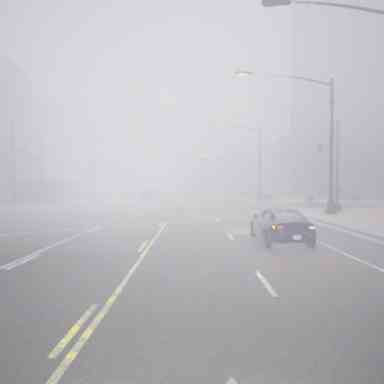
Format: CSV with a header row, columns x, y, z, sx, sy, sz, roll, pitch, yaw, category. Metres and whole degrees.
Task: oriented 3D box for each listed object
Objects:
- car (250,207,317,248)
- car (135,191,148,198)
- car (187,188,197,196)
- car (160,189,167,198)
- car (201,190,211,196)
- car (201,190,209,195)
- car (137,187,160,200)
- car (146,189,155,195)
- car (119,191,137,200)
x,y,z,sx,sy,sz,roll,pitch,yaw,category
3.601,1.351,13.658,1.812,1.442,4.674,0,1,0,car
-10.511,0.494,69.205,1.895,1.301,4.718,0,1,0,car
-0.013,0.022,80.239,2.150,2.045,5.566,0,1,0,car
-7.011,0.250,69.673,2.097,1.767,4.553,0,1,0,car
3.487,0.318,80.629,1.812,1.442,4.674,0,1,0,car
3.486,0.175,90.630,2.033,1.411,5.357,0,1,0,car
-7.061,0.274,54.253,2.150,2.045,5.566,0,1,1,car
-10.513,0.071,84.472,1.882,1.535,5.008,0,1,0,car
-10.562,0.542,54.108,2.128,1.511,4.902,0,1,0,car
